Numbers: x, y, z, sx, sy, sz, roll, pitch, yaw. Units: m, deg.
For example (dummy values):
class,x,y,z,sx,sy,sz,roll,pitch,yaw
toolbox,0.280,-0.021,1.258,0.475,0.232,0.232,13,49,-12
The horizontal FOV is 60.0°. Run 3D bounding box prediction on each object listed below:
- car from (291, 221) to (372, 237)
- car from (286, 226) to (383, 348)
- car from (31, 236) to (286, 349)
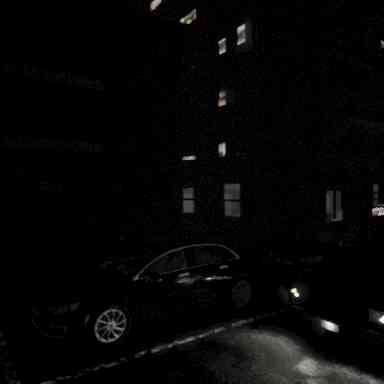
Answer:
class,x,y,z,sx,sy,sz,roll,pitch,yaw
car,4.046,1.542,9.450,4.403,1.369,2.008,0,0,-36
car,4.149,1.540,6.341,5.357,1.411,2.033,0,0,-35
car,-0.552,1.548,6.170,4.403,1.369,2.008,0,0,-36
